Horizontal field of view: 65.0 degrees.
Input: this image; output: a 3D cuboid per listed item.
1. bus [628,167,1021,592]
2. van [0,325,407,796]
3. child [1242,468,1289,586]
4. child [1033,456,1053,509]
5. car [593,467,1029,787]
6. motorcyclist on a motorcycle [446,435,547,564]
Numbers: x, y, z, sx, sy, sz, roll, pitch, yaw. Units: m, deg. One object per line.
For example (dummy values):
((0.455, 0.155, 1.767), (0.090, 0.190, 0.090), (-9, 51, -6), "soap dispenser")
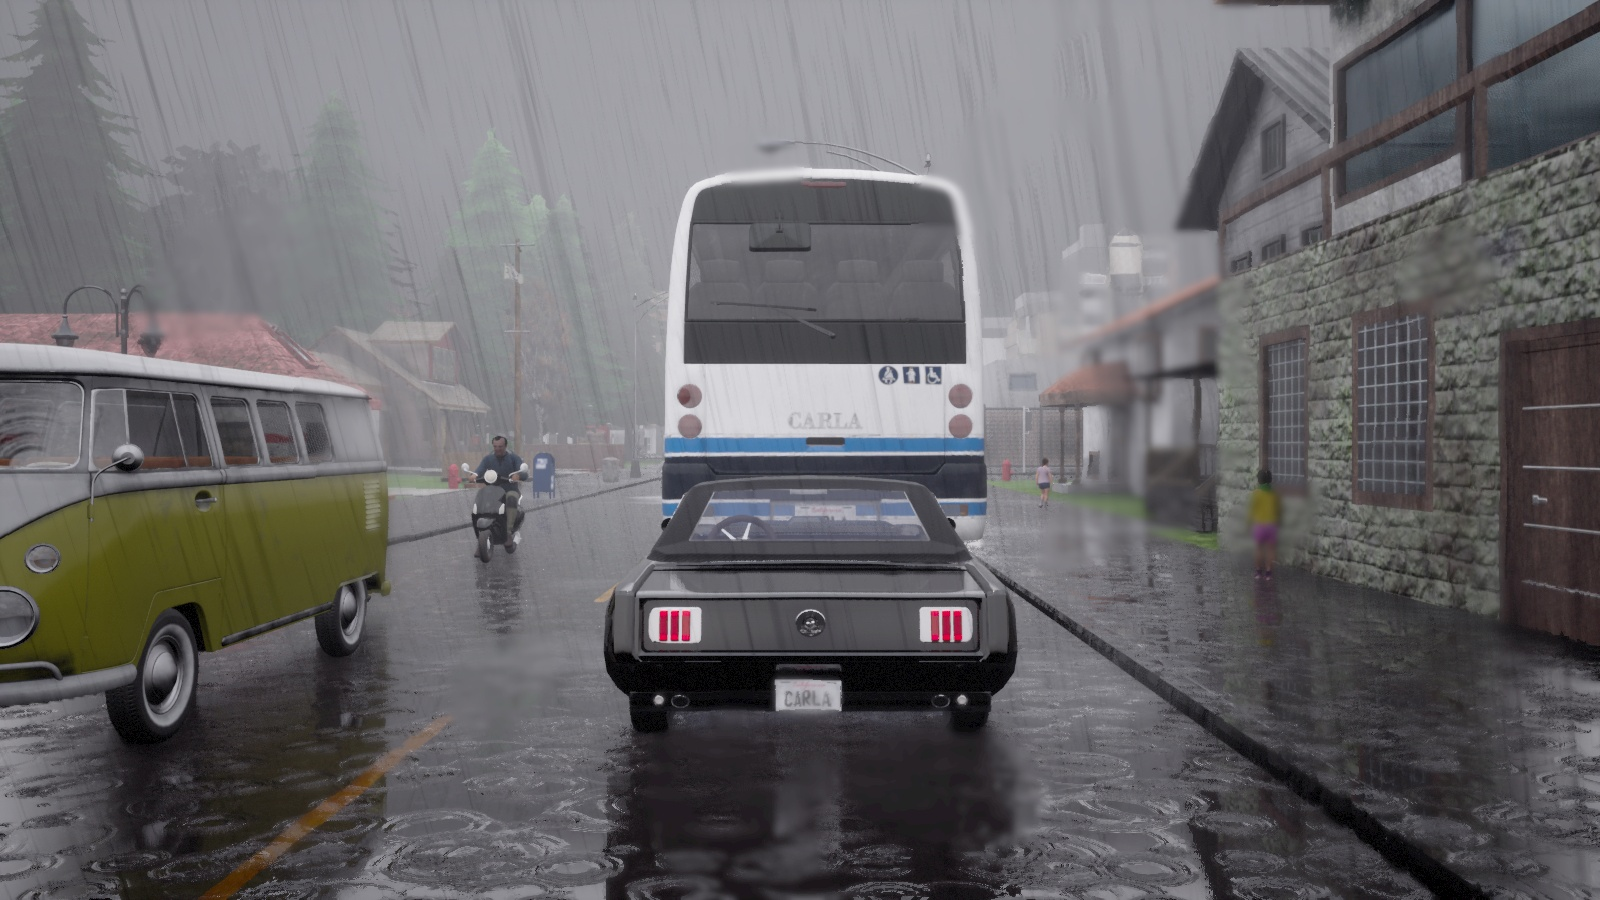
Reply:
((0.139, -0.730, 17.748), (3.944, 4.253, 10.273), (0, 0, -1), "bus")
((-3.948, 0.454, 7.526), (1.775, 1.987, 4.442), (0, 0, 0), "van")
((4.702, 0.768, 12.693), (0.299, 1.160, 0.473), (0, 0, 0), "child")
((5.156, 0.690, 26.625), (0.255, 1.110, 0.394), (0, 0, 40), "child")
((0.053, 0.803, 7.818), (1.895, 1.301, 4.718), (0, 0, 0), "car")
((-3.907, 0.605, 16.322), (0.866, 1.590, 1.817), (0, 0, 0), "motorcyclist on a motorcycle")
